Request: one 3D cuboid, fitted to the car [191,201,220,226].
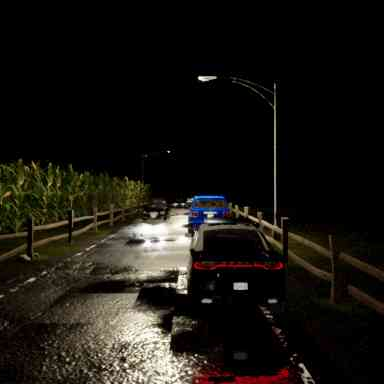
[{"bbox_3d":[0.892,1.477,24.221,1.882,1.535,5.008,0,0,0],"label":"car"}]

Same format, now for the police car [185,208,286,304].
[{"bbox_3d":[0.848,1.425,8.331,1.930,1.638,5.238,0,0,0],"label":"police car"}]

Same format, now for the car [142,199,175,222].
[{"bbox_3d":[-2.776,1.491,26.473,2.128,1.511,4.902,0,0,0],"label":"car"}]

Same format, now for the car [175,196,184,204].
[{"bbox_3d":[-2.561,1.549,67.698,1.882,1.535,5.008,0,0,0],"label":"car"}]

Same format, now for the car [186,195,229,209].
[{"bbox_3d":[0.875,1.224,18.251,2.150,2.045,5.566,0,0,0],"label":"car"}]

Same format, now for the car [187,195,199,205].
[{"bbox_3d":[0.168,1.405,60.182,2.097,1.767,4.553,0,0,0],"label":"car"}]
